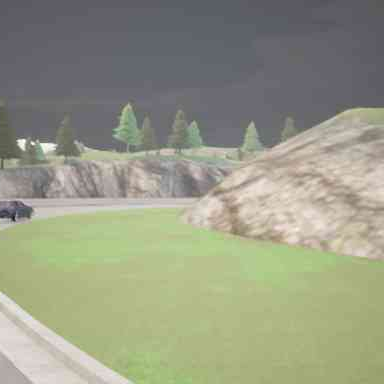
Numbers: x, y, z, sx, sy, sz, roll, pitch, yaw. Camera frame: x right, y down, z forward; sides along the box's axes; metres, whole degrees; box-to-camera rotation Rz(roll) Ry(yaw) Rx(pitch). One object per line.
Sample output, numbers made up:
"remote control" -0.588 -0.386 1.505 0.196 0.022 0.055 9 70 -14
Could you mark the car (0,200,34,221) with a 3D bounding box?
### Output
"car" -15.159 1.461 28.103 2.097 1.767 4.553 1 0 -5
